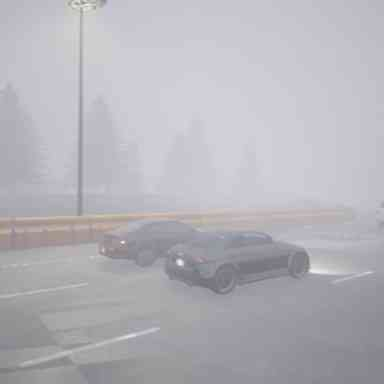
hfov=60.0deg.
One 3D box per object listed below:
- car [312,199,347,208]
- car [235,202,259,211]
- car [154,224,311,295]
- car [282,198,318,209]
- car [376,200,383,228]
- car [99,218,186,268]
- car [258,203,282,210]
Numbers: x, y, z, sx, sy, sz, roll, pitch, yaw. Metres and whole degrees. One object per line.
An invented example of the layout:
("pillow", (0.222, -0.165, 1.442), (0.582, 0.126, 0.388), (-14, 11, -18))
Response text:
("car", (16.448, 1.963, 39.009), (5.008, 1.535, 1.882), (1, -1, -43))
("car", (8.214, 2.068, 45.646), (5.357, 1.411, 2.033), (1, -1, -42))
("car", (1.350, 1.667, 9.082), (4.181, 1.385, 1.994), (1, -1, -36))
("car", (14.043, 1.722, 41.516), (5.566, 2.045, 2.150), (1, -1, -43))
("car", (15.332, 1.543, 23.889), (5.566, 2.045, 2.150), (0, 0, -39))
("car", (-0.900, 1.647, 11.778), (4.674, 1.442, 1.812), (0, -1, -35))
("car", (11.081, 2.075, 43.572), (4.181, 1.385, 1.994), (1, -1, -43))
